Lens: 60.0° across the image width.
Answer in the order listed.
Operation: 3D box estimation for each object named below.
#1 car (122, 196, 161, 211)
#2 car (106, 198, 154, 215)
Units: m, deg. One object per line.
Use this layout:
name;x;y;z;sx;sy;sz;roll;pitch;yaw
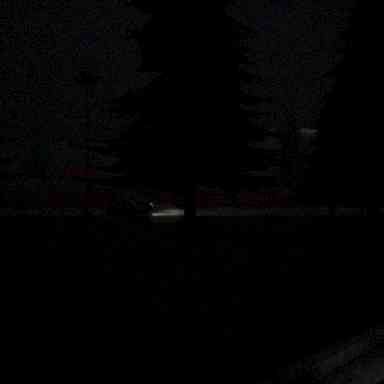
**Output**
car;-6.021;1.338;35.587;4.553;1.767;2.097;0;0;2
car;-6.128;1.544;32.089;4.181;1.385;1.994;0;0;2
